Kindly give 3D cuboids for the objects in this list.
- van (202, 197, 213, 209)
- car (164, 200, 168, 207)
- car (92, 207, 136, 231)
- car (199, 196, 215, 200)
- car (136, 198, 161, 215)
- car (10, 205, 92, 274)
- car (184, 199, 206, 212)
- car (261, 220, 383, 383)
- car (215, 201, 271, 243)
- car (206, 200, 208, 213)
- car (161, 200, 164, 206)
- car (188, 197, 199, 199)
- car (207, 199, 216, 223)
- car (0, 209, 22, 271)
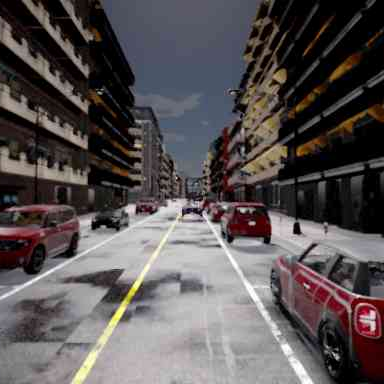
[{"bbox_3d":[2.567,1.807,55.239,1.690,1.788,3.998,1,-1,0],"label":"van"},{"bbox_3d":[-5.284,2.105,60.824,1.802,1.307,4.206,1,-1,0],"label":"car"},{"bbox_3d":[-5.292,1.731,22.111,1.947,1.339,4.313,1,0,0],"label":"car"},{"bbox_3d":[2.566,1.726,49.707,2.192,1.841,5.009,1,-1,0],"label":"car"},{"bbox_3d":[-5.282,1.621,38.702,2.192,1.841,5.009,1,-1,0],"label":"car"},{"bbox_3d":[-5.288,1.395,11.050,2.192,1.841,5.009,1,0,0],"label":"car"},{"bbox_3d":[0.009,1.543,30.047,1.895,1.301,4.718,0,0,0],"label":"car"},{"bbox_3d":[2.595,1.480,5.457,1.967,1.590,4.097,1,0,0],"label":"car"},{"bbox_3d":[2.559,1.436,16.520,2.192,1.841,5.009,1,0,0],"label":"car"},{"bbox_3d":[2.558,1.888,38.643,1.802,1.307,4.206,1,-1,0],"label":"car"},{"bbox_3d":[-5.286,1.902,44.231,1.887,1.381,4.507,1,-1,0],"label":"car"},{"bbox_3d":[0.017,1.596,60.847,2.097,1.767,4.553,0,-1,0],"label":"car"},{"bbox_3d":[2.558,1.650,27.582,1.967,1.590,4.097,1,-1,0],"label":"car"},{"bbox_3d":[-5.290,1.355,5.520,2.192,1.841,5.009,1,0,0],"label":"car"}]
